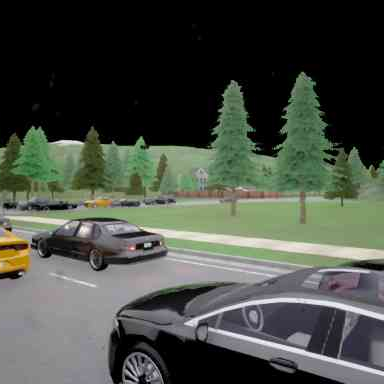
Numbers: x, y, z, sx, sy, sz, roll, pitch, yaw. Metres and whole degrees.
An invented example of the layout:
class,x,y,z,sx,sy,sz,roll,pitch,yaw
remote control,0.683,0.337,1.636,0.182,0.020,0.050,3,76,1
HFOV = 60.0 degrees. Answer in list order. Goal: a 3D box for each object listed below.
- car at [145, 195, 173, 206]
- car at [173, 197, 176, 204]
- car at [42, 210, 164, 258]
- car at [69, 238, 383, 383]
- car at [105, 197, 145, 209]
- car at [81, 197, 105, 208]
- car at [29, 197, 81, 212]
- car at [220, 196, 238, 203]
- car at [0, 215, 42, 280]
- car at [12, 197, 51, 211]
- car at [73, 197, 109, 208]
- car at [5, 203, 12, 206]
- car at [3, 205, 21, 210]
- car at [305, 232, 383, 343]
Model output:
class,x,y,z,sx,sy,sz,roll,pitch,yaw
car,-5.929,1.505,56.305,1.837,1.490,4.892,0,0,39
car,-5.163,1.351,62.857,2.097,1.767,4.553,0,0,39
car,-3.233,1.547,10.949,5.357,1.411,2.033,0,0,38
car,1.230,1.492,3.073,4.902,1.511,2.128,0,0,38
car,-9.322,1.526,46.392,1.812,1.442,4.674,0,0,38
car,-13.004,1.478,47.413,1.882,1.535,5.008,0,0,38
car,-15.741,1.601,38.340,1.895,1.301,4.718,0,0,38
car,7.485,1.498,67.407,2.128,1.511,4.902,0,0,39
car,-6.241,1.478,8.854,5.008,1.535,1.882,0,0,38
car,-18.662,1.352,40.295,2.097,1.767,4.553,0,0,38
car,-15.201,1.491,50.272,2.128,1.511,4.902,0,0,39
car,-21.377,1.601,42.504,1.895,1.301,4.718,0,0,38
car,-11.219,1.547,17.090,5.357,1.411,2.033,0,0,38
car,4.196,1.564,5.194,4.181,1.385,1.994,0,0,38
